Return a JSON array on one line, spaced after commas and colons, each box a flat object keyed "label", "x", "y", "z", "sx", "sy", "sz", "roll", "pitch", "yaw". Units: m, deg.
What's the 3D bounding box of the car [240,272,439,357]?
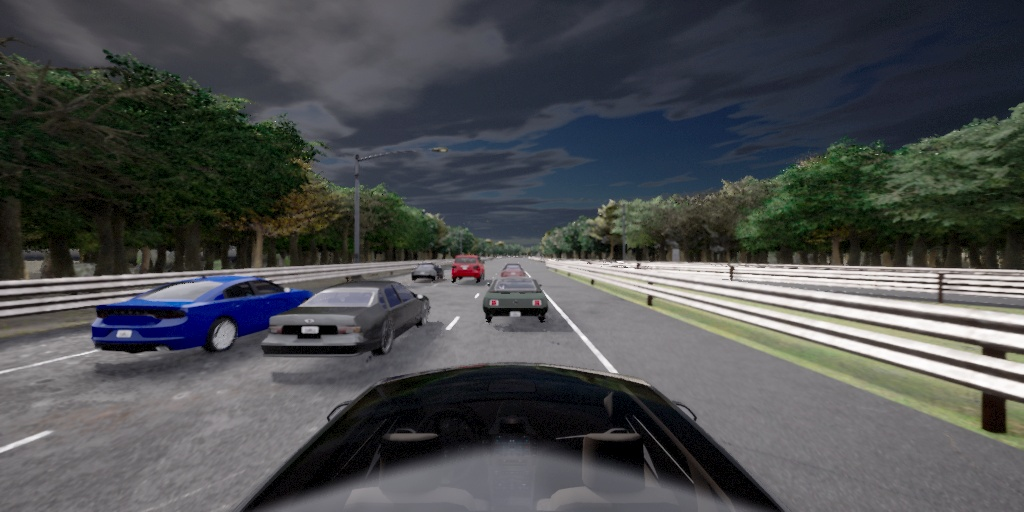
[{"label": "car", "x": -3.399, "y": 1.296, "z": 8.568, "sx": 2.033, "sy": 1.411, "sz": 5.357, "roll": 0, "pitch": 0, "yaw": 0}]

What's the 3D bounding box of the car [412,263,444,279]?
[{"label": "car", "x": -6.899, "y": 1.289, "z": 29.753, "sx": 1.994, "sy": 1.385, "sz": 4.181, "roll": 1, "pitch": 0, "yaw": 0}]

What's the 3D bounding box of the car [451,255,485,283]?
[{"label": "car", "x": -3.397, "y": 0.968, "z": 28.434, "sx": 2.150, "sy": 2.045, "sz": 5.566, "roll": 0, "pitch": 0, "yaw": 0}]

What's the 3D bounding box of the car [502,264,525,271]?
[{"label": "car", "x": 0.097, "y": 1.315, "z": 29.706, "sx": 1.994, "sy": 1.385, "sz": 4.181, "roll": 0, "pitch": 0, "yaw": 0}]

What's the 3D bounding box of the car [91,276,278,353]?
[{"label": "car", "x": -6.895, "y": 1.218, "z": 8.851, "sx": 1.882, "sy": 1.535, "sz": 5.008, "roll": 1, "pitch": 0, "yaw": 0}]

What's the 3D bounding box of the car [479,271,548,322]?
[{"label": "car", "x": 0.099, "y": 1.349, "z": 12.300, "sx": 1.895, "sy": 1.301, "sz": 4.718, "roll": 0, "pitch": 0, "yaw": 0}]

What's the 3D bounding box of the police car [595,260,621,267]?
[{"label": "police car", "x": 13.287, "y": 1.358, "z": 50.355, "sx": 2.038, "sy": 1.542, "sz": 4.974, "roll": 0, "pitch": 0, "yaw": -14}]
